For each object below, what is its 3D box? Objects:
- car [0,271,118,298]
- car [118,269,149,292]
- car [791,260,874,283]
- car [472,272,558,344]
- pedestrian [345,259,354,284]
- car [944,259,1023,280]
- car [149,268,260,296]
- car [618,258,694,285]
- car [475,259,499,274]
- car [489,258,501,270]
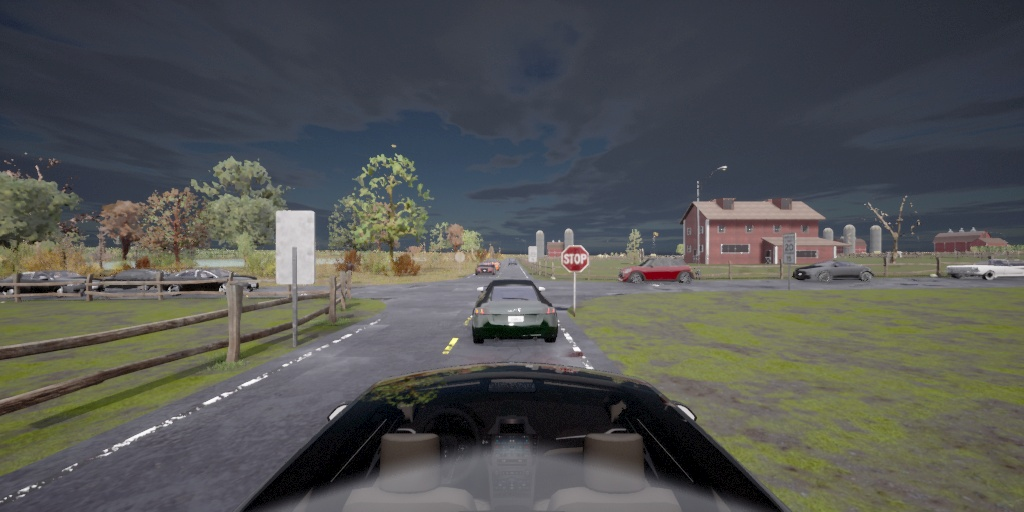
[{"bbox_3d":[-26.837,1.608,21.003,4.902,1.511,2.128,-1,0,2],"label":"car"},{"bbox_3d":[-24.889,1.593,23.812,4.674,1.442,1.812,-1,0,0],"label":"car"},{"bbox_3d":[20.812,0.985,23.392,4.181,1.385,1.994,-1,0,1],"label":"car"},{"bbox_3d":[-0.007,1.315,9.659,1.994,1.385,4.181,0,0,-3],"label":"car"},{"bbox_3d":[-12.115,1.168,26.731,0.375,1.860,0.375,0,1,1],"label":"pedestrian"},{"bbox_3d":[31.436,0.864,23.290,4.718,1.301,1.895,-1,0,1],"label":"car"},{"bbox_3d":[-17.429,1.479,20.829,4.902,1.511,2.128,-1,0,1],"label":"car"},{"bbox_3d":[9.431,0.936,23.787,4.553,1.767,2.097,-1,0,4],"label":"car"},{"bbox_3d":[-2.777,1.318,38.387,1.994,1.385,4.181,0,0,1],"label":"car"},{"bbox_3d":[-2.757,1.108,48.142,2.097,1.767,4.553,0,0,0],"label":"car"}]
